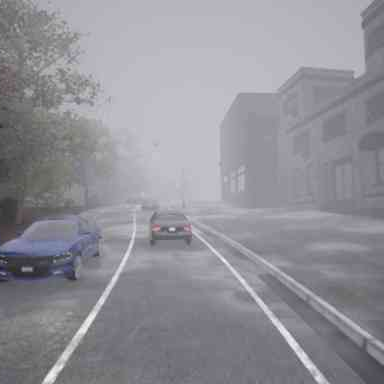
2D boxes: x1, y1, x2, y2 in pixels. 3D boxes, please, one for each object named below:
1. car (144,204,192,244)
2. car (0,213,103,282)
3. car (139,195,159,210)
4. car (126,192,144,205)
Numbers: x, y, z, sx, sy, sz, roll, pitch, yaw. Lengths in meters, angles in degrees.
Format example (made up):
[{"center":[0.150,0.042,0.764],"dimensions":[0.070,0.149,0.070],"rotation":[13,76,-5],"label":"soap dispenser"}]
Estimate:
[{"center":[-1.125,1.544,15.901],"dimensions":[2.033,1.411,5.357],"rotation":[0,0,-7],"label":"car"},{"center":[-3.953,1.466,9.995],"dimensions":[1.882,1.535,5.008],"rotation":[0,0,-5],"label":"car"},{"center":[-4.928,1.424,39.461],"dimensions":[1.994,1.385,4.181],"rotation":[0,0,-7],"label":"car"},{"center":[-8.995,0.975,53.823],"dimensions":[2.150,2.045,5.566],"rotation":[-1,0,3],"label":"car"}]
